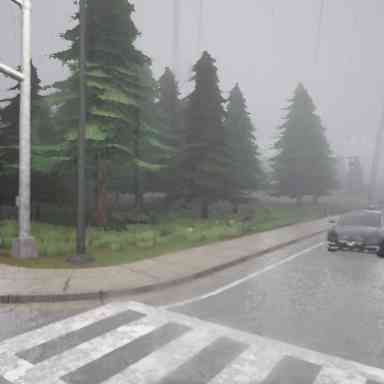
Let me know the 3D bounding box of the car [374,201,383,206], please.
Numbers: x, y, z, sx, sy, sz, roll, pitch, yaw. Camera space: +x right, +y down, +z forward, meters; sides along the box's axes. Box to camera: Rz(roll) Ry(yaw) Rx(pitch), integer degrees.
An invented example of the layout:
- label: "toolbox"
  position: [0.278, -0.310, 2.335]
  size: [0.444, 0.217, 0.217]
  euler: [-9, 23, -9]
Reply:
- label: "car"
  position: [12.045, 1.339, 20.402]
  size: [2.097, 1.767, 4.553]
  euler: [1, 0, 36]

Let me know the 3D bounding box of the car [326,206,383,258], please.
- label: "car"
  position: [6.705, 1.493, 13.063]
  size: [1.837, 1.490, 4.892]
  euler: [1, 1, 36]
